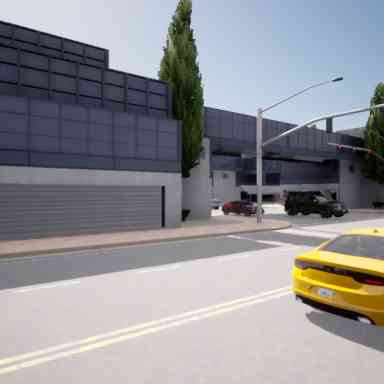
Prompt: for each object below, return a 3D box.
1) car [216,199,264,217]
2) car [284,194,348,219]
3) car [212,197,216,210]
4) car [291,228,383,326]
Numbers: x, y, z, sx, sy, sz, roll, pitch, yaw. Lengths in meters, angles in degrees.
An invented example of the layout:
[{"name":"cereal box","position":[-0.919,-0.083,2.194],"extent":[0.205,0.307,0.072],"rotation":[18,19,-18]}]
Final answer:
[{"name":"car","position":[4.765,1.525,31.826],"extent":[1.812,1.442,4.674],"rotation":[0,0,-37]},{"name":"car","position":[10.850,1.221,29.557],"extent":[2.150,2.045,5.566],"rotation":[0,0,-37]},{"name":"car","position":[1.348,1.222,42.224],"extent":[2.150,2.045,5.566],"rotation":[0,0,-37]},{"name":"car","position":[4.168,1.478,6.815],"extent":[5.008,1.535,1.882],"rotation":[0,0,-36]}]
